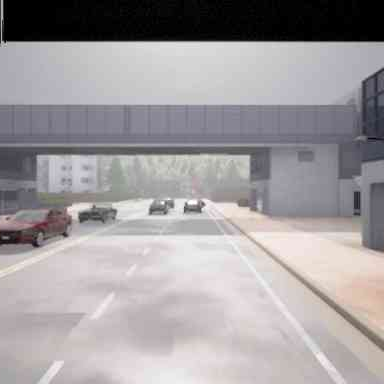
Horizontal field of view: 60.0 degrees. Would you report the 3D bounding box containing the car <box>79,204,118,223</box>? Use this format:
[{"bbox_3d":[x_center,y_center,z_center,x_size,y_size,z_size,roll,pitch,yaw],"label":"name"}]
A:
[{"bbox_3d":[-7.039,1.588,25.249,1.895,1.301,4.718,0,0,0],"label":"car"}]

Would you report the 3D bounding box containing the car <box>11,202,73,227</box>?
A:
[{"bbox_3d":[-10.546,1.535,23.872,2.033,1.411,5.357,0,0,0],"label":"car"}]

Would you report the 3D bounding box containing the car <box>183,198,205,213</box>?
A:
[{"bbox_3d":[0.070,1.549,36.672,1.994,1.385,4.181,0,0,0],"label":"car"}]

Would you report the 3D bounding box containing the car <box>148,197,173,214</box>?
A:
[{"bbox_3d":[-3.437,1.532,34.965,2.033,1.411,5.357,0,0,0],"label":"car"}]

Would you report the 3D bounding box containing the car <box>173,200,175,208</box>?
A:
[{"bbox_3d":[-3.415,1.472,46.849,2.128,1.511,4.902,0,0,0],"label":"car"}]

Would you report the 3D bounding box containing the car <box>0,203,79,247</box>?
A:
[{"bbox_3d":[-7.064,1.469,15.127,1.882,1.535,5.008,0,0,0],"label":"car"}]
